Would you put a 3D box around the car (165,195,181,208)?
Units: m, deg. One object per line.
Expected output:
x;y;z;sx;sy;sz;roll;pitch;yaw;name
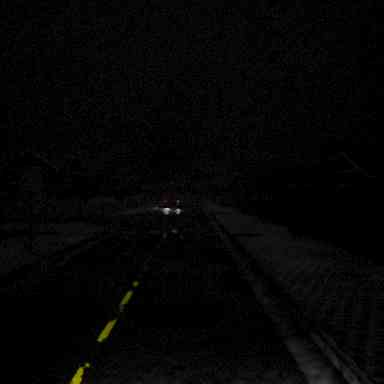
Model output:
-2.726;1.303;47.653;2.097;1.767;4.553;0;-1;0;car
